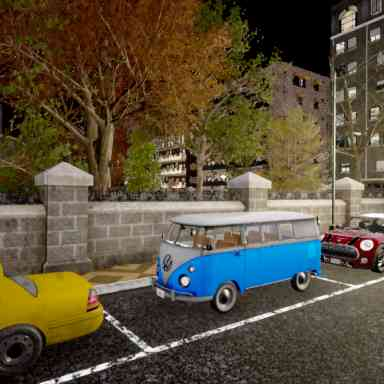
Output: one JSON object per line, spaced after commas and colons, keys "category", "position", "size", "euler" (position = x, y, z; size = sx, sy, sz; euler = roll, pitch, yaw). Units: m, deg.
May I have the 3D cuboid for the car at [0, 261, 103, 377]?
{"category": "car", "position": [-3.581, 1.525, 3.995], "size": [4.829, 1.417, 1.752], "euler": [0, 1, -35]}

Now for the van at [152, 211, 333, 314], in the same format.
{"category": "van", "position": [1.132, 1.342, 7.347], "size": [3.998, 1.788, 1.690], "euler": [0, 1, -35]}

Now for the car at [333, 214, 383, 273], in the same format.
{"category": "car", "position": [5.705, 1.442, 10.604], "size": [4.097, 1.590, 1.967], "euler": [0, 1, -35]}
